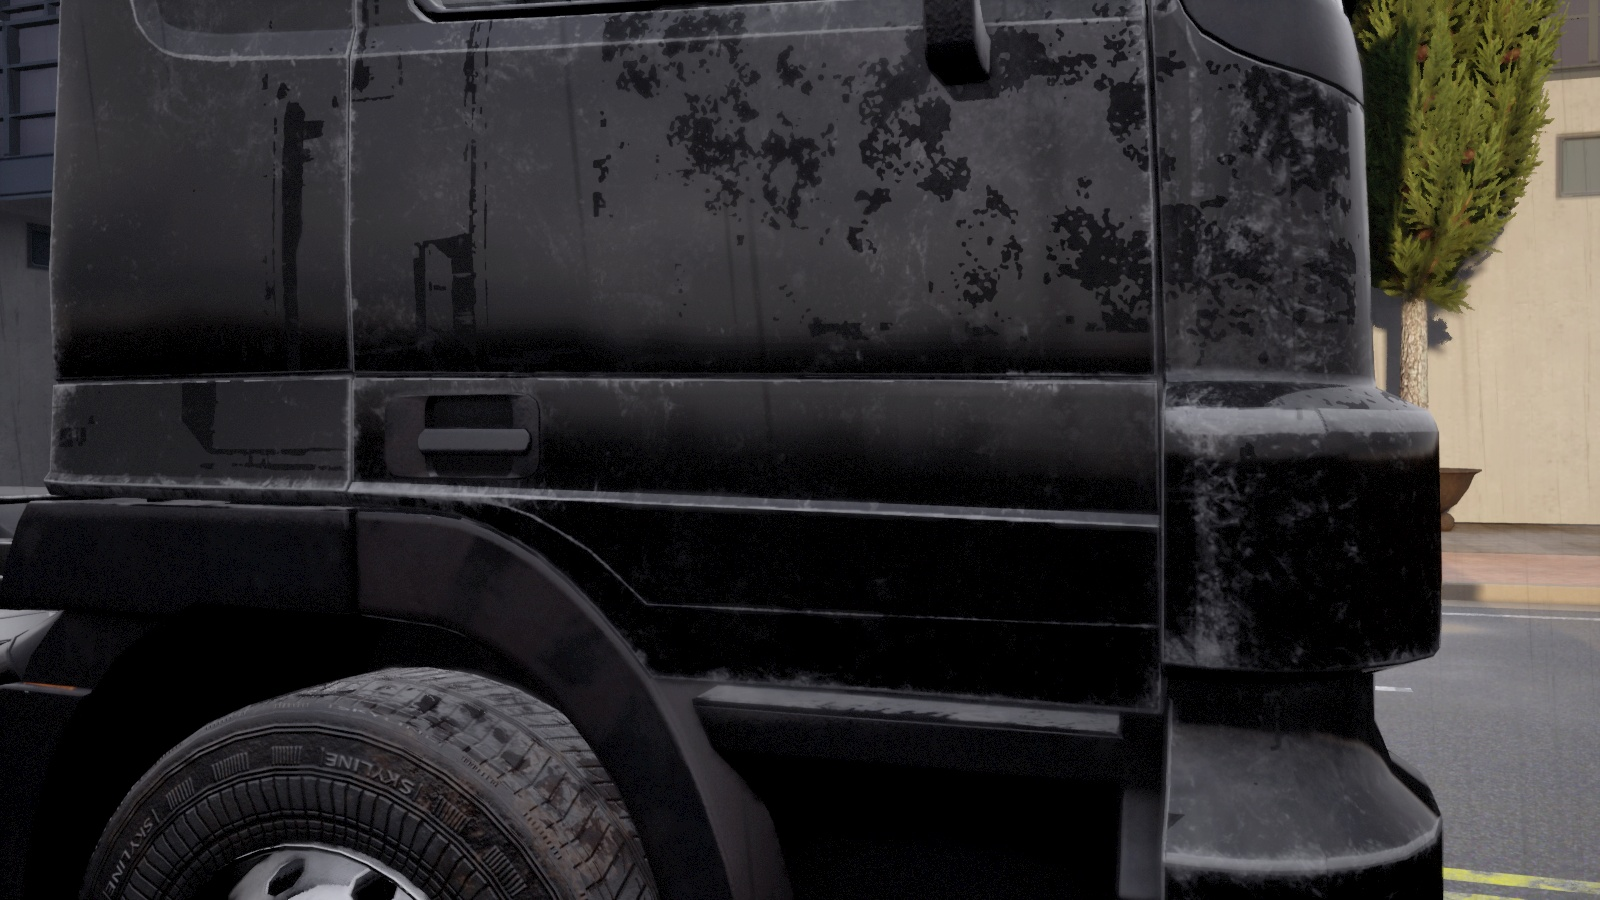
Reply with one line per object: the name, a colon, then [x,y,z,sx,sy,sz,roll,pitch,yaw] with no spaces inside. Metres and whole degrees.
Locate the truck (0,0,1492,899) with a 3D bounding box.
truck: [-2.510,-0.230,4.057,7.936,3.462,2.891,1,1,19]
